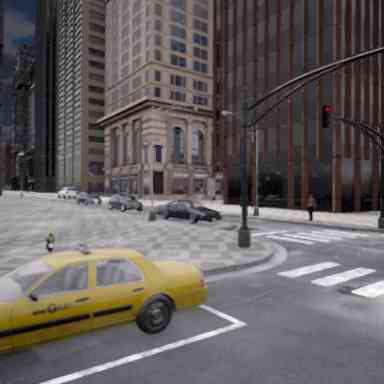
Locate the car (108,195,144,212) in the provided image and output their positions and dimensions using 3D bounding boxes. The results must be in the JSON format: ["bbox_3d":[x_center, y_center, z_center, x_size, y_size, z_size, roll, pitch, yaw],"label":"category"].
[{"bbox_3d":[-6.276,1.038,31.239,1.837,1.490,4.892,0,1,-36],"label":"car"}]

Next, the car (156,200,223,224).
[{"bbox_3d":[-0.349,1.280,22.872,2.033,1.411,5.357,0,1,-41],"label":"car"}]

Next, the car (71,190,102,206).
[{"bbox_3d":[-12.272,0.828,39.635,2.128,1.511,4.902,0,1,-36],"label":"car"}]

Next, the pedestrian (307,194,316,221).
[{"bbox_3d":[7.919,1.017,22.135,0.375,1.860,0.375,2,-1,-36],"label":"pedestrian"}]

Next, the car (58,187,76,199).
[{"bbox_3d":[-21.810,0.191,58.441,2.150,2.045,5.566,0,1,-36],"label":"car"}]

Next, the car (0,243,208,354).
[{"bbox_3d":[-1.981,1.533,5.236,4.829,1.417,1.752,0,0,-36],"label":"car"}]
